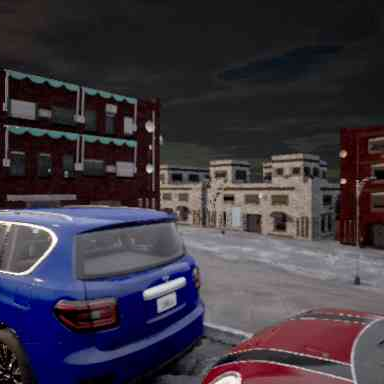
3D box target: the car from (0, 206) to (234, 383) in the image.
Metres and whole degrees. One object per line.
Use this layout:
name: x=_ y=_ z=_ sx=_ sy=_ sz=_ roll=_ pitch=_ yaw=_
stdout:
car: x=-2.460 y=1.234 z=4.961 sx=5.566 sy=2.045 sz=2.435 roll=0 pitch=0 yaw=35
